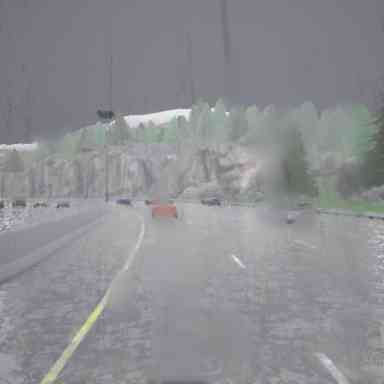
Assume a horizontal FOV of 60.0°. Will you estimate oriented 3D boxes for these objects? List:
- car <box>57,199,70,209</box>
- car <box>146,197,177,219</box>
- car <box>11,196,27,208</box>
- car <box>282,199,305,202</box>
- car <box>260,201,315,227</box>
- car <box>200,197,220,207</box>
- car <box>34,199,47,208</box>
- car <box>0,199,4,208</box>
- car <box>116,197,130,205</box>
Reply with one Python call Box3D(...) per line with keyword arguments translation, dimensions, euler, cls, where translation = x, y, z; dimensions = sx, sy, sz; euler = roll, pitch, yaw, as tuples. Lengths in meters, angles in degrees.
Box3D(translation=(-20.755, 1.882, 53.685), dimensions=(1.812, 1.442, 4.674), euler=(-1, 0, -21), cls="car")
Box3D(translation=(-2.671, 1.406, 30.038), dimensions=(2.097, 1.767, 4.553), euler=(-1, 0, -12), cls="car")
Box3D(translation=(-31.124, 1.733, 59.936), dimensions=(2.150, 2.045, 5.566), euler=(-1, 0, -26), cls="car")
Box3D(translation=(8.371, 1.363, 28.148), dimensions=(2.128, 1.511, 4.902), euler=(-1, 0, -11), cls="car")
Box3D(translation=(6.117, 1.507, 22.091), dimensions=(1.895, 1.301, 4.718), euler=(-1, 0, -9), cls="car")
Box3D(translation=(2.766, 1.475, 51.086), dimensions=(1.837, 1.490, 4.892), euler=(0, 0, -19), cls="car")
Box3D(translation=(-26.398, 1.922, 58.041), dimensions=(1.882, 1.535, 5.008), euler=(-1, 0, -23), cls="car")
Box3D(translation=(-35.118, 2.051, 60.108), dimensions=(1.882, 1.535, 5.008), euler=(-1, 0, -26), cls="car")
Box3D(translation=(-13.157, 1.713, 63.376), dimensions=(1.882, 1.535, 5.008), euler=(0, -1, -25), cls="car")
